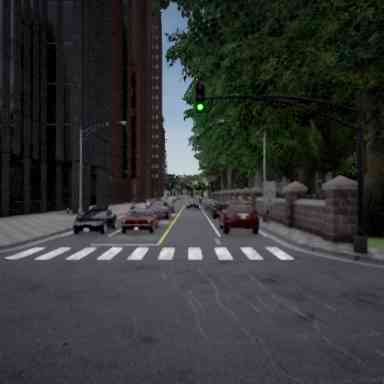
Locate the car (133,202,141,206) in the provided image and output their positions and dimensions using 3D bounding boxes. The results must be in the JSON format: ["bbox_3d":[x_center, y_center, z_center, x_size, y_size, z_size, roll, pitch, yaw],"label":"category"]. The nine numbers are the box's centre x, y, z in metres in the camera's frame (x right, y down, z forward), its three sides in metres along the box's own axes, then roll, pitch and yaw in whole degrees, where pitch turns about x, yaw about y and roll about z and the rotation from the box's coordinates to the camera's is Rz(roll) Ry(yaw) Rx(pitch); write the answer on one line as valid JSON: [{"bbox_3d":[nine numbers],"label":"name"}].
[{"bbox_3d":[-5.756,1.819,36.672,2.008,1.369,4.403,0,0,0],"label":"car"}]

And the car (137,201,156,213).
[{"bbox_3d":[-5.755,1.893,42.129,1.802,1.307,4.206,0,0,0],"label":"car"}]

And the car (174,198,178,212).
[{"bbox_3d":[-3.082,1.807,40.974,1.837,1.490,4.892,0,0,0],"label":"car"}]

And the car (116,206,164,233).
[{"bbox_3d":[-3.096,1.744,20.748,1.895,1.301,4.718,0,0,0],"label":"car"}]

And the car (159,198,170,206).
[{"bbox_3d":[-5.750,2.073,69.414,1.887,1.381,4.507,0,0,0],"label":"car"}]

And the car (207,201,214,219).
[{"bbox_3d":[2.768,1.791,31.222,1.947,1.339,4.313,0,0,0],"label":"car"}]

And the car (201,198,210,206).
[{"bbox_3d":[2.775,2.055,69.587,1.752,1.417,4.829,0,0,0],"label":"car"}]

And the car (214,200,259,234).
[{"bbox_3d":[2.766,1.455,20.312,2.192,1.841,5.009,0,0,0],"label":"car"}]

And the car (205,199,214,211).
[{"bbox_3d":[2.769,1.819,36.678,2.008,1.369,4.403,0,0,0],"label":"car"}]

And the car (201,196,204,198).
[{"bbox_3d":[2.773,1.838,53.049,1.967,1.590,4.097,0,0,0],"label":"car"}]

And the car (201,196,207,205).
[{"bbox_3d":[2.772,1.794,47.592,1.967,1.590,4.097,0,0,0],"label":"car"}]

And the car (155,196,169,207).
[{"bbox_3d":[-5.751,1.799,63.959,2.192,1.841,5.009,0,0,0],"label":"car"}]

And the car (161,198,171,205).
[{"bbox_3d":[-5.749,2.118,74.871,1.887,1.381,4.507,0,0,0],"label":"car"}]

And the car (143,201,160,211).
[{"bbox_3d":[-5.754,1.937,47.586,1.802,1.307,4.206,0,0,0],"label":"car"}]

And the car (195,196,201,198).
[{"bbox_3d":[0.113,1.984,65.009,2.128,1.511,4.902,0,0,0],"label":"car"}]

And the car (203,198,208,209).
[{"bbox_3d":[2.770,1.862,42.135,2.008,1.369,4.403,0,0,0],"label":"car"}]

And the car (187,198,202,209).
[{"bbox_3d":[0.113,1.991,52.118,1.895,1.301,4.718,0,0,0],"label":"car"}]

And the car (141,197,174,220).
[{"bbox_3d":[-3.093,1.574,30.742,2.097,1.767,4.553,0,0,1],"label":"car"}]

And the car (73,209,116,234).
[{"bbox_3d":[-5.759,1.706,20.302,1.947,1.339,4.313,0,0,0],"label":"car"}]

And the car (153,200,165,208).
[{"bbox_3d":[-5.752,2.023,58.500,1.802,1.307,4.206,0,0,0],"label":"car"}]
